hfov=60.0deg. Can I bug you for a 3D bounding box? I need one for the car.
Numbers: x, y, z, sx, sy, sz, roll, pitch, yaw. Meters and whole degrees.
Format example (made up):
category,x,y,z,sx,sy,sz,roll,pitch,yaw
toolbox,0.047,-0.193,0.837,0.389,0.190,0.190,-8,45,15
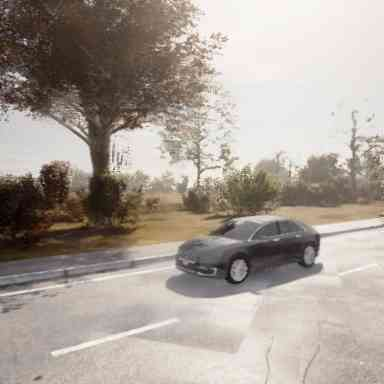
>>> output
category,x,y,z,sx,sy,sz,roll,pitch,yaw
car,1.799,1.487,9.660,4.892,1.490,1.837,0,0,-36
